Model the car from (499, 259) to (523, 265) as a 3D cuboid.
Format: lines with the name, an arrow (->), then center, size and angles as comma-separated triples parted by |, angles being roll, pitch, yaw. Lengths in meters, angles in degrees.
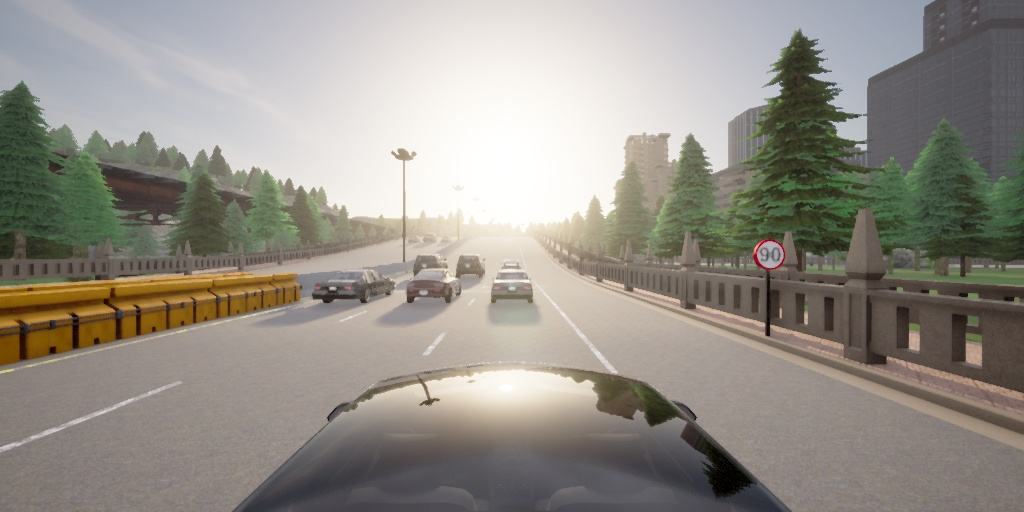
car -> -0.077, 1.043, 31.542 | 2.128, 1.511, 4.902 | 0, 2, 0

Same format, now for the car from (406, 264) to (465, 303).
car -> -3.500, 1.283, 16.505 | 1.812, 1.442, 4.674 | 0, 0, 0

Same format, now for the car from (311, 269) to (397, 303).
car -> -7.000, 1.313, 16.503 | 2.033, 1.411, 5.357 | 0, 0, 0

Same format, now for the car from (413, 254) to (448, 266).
car -> -7.076, 0.800, 31.525 | 2.150, 2.045, 5.566 | 0, 2, 0

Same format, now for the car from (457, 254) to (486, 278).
car -> -3.576, 0.800, 31.544 | 2.150, 2.045, 5.566 | 0, 2, 0

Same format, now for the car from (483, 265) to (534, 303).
car -> 0.000, 1.313, 16.506 | 2.033, 1.411, 5.357 | 0, 0, 0
